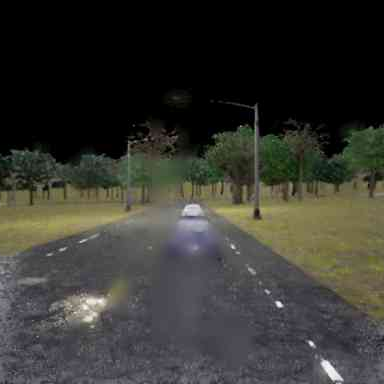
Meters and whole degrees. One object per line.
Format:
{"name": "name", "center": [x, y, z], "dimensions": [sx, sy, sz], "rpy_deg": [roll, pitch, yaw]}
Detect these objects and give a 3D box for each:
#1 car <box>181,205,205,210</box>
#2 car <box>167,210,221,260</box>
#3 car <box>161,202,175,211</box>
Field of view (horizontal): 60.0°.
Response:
{"name": "car", "center": [0.072, 1.772, 27.658], "dimensions": [1.812, 1.442, 4.674], "rpy_deg": [0, -1, 0]}
{"name": "car", "center": [0.074, 1.601, 12.554], "dimensions": [1.812, 1.442, 4.674], "rpy_deg": [0, -1, 0]}
{"name": "car", "center": [-3.579, 2.114, 50.404], "dimensions": [1.895, 1.301, 4.718], "rpy_deg": [0, -1, 0]}
